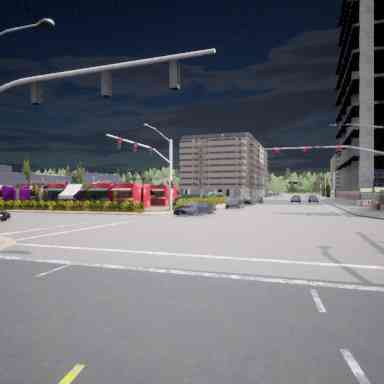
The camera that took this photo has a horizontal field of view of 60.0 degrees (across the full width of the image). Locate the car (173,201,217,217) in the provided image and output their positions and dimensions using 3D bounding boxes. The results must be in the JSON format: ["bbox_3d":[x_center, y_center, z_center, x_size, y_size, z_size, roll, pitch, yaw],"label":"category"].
[{"bbox_3d":[0.430,1.564,32.103,2.033,1.411,5.357,0,1,35],"label":"car"}]

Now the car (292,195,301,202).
[{"bbox_3d":[24.686,1.540,78.503,2.033,1.411,5.357,0,0,19],"label":"car"}]

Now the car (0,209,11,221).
[{"bbox_3d":[-16.445,1.619,26.162,4.181,1.385,1.994,0,0,19],"label":"car"}]

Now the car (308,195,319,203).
[{"bbox_3d":[24.808,1.541,67.844,2.033,1.411,5.357,0,0,19],"label":"car"}]

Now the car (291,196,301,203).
[{"bbox_3d":[21.599,1.555,69.282,1.994,1.385,4.181,0,0,19],"label":"car"}]

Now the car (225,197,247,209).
[{"bbox_3d":[5.771,1.507,44.569,1.837,1.490,4.892,0,0,19],"label":"car"}]

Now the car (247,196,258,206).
[{"bbox_3d":[9.073,1.601,54.343,1.895,1.301,4.718,0,0,19],"label":"car"}]

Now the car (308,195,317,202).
[{"bbox_3d":[28.108,1.524,77.696,1.812,1.442,4.674,0,0,19],"label":"car"}]

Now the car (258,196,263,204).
[{"bbox_3d":[12.925,1.492,65.607,2.128,1.511,4.902,0,0,19],"label":"car"}]
